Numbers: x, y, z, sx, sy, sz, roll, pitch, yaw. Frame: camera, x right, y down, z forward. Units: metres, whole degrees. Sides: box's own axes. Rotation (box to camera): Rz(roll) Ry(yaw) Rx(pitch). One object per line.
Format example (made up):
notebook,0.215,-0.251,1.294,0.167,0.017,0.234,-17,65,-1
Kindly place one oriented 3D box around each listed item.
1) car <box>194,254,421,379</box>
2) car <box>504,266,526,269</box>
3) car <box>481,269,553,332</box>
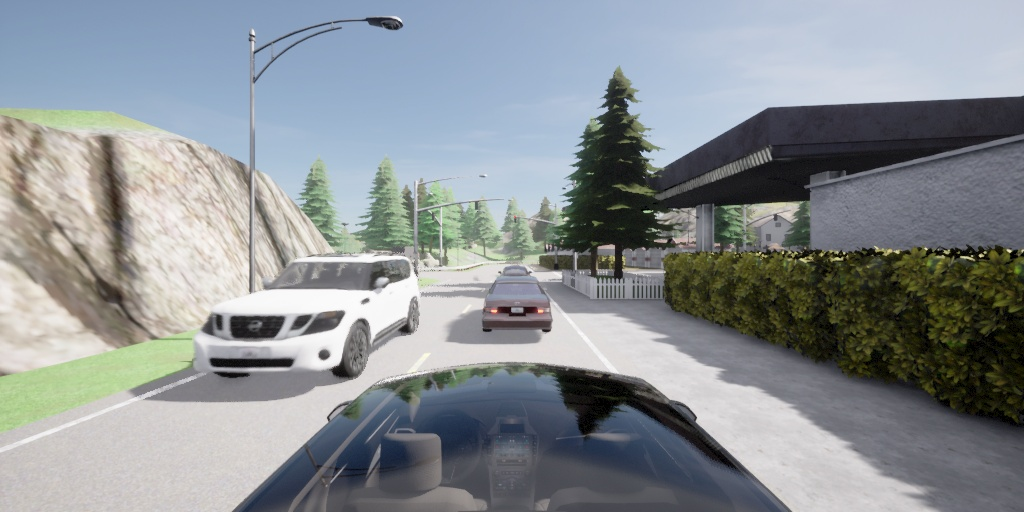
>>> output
car,-3.575,0.971,7.668,2.150,2.045,5.566,0,0,0
car,0.180,1.276,20.387,1.812,1.442,4.674,0,0,0
car,0.135,1.297,10.801,2.033,1.411,5.357,0,0,0
